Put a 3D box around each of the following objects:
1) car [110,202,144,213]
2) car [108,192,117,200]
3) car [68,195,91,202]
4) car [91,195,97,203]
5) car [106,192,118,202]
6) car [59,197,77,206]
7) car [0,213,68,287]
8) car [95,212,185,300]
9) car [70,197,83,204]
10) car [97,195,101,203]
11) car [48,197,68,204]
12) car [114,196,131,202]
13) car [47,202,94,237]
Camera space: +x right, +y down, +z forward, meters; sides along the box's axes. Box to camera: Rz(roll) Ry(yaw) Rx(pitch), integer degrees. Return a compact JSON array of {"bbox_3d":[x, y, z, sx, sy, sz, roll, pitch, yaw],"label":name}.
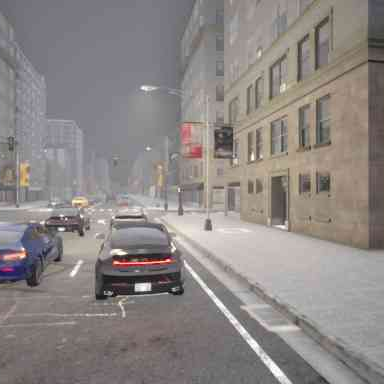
[{"bbox_3d":[-3.336,1.497,17.621,2.128,1.511,4.902,0,0,-11],"label":"car"},{"bbox_3d":[-20.964,1.123,87.988,2.150,2.045,5.566,0,0,-11],"label":"car"},{"bbox_3d":[-16.435,1.500,48.965,1.882,1.535,5.008,0,0,-11],"label":"car"},{"bbox_3d":[-18.250,1.378,58.049,2.097,1.767,4.553,0,0,-12],"label":"car"},{"bbox_3d":[-18.887,1.250,77.777,2.150,2.045,5.566,0,0,-11],"label":"car"},{"bbox_3d":[-21.511,1.574,57.752,2.033,1.411,5.357,0,0,-11],"label":"car"},{"bbox_3d":[-4.807,1.528,9.060,1.812,1.442,4.674,0,0,-11],"label":"car"},{"bbox_3d":[-1.382,1.507,8.503,1.837,1.490,4.892,0,0,-11],"label":"car"},{"bbox_3d":[-23.448,1.624,67.591,1.895,1.301,4.718,0,0,-11],"label":"car"},{"bbox_3d":[-20.145,1.581,67.657,1.994,1.385,4.181,0,0,-11],"label":"car"},{"bbox_3d":[-19.645,1.514,48.186,2.128,1.511,4.902,0,0,-15],"label":"car"},{"bbox_3d":[-9.279,1.621,45.863,1.895,1.301,4.718,0,0,-10],"label":"car"},{"bbox_3d":[-6.631,1.511,18.024,1.837,1.490,4.892,0,0,-12],"label":"car"}]
